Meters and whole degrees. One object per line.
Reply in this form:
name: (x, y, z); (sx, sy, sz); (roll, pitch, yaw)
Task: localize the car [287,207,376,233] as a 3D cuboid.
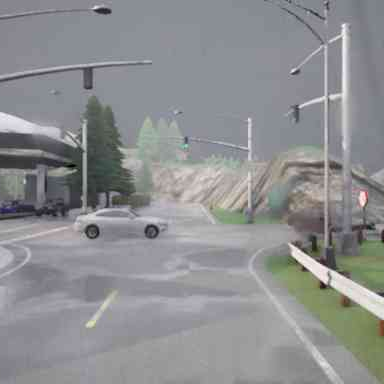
car: (6.836, 1.479, 17.039); (2.033, 1.411, 5.357); (0, 0, -12)

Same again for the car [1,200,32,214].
car: (-20.272, 1.758, 38.897); (2.242, 1.667, 4.611); (0, 0, -1)

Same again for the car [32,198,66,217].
car: (-14.561, 1.560, 34.626); (1.905, 1.878, 3.866); (0, 0, -1)

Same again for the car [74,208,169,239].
car: (-3.498, 1.535, 16.785); (4.674, 1.442, 1.812); (0, -1, -1)
